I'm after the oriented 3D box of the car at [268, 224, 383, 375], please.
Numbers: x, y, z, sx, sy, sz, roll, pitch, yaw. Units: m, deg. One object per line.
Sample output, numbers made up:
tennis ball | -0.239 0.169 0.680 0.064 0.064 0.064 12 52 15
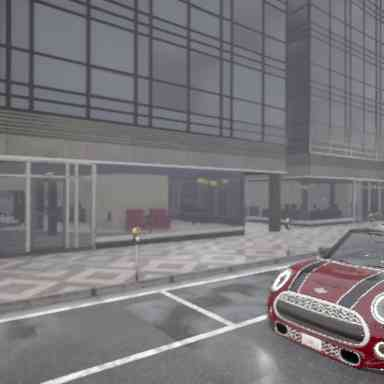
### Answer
car | 3.403 1.393 5.692 4.553 1.767 2.097 0 0 -36
